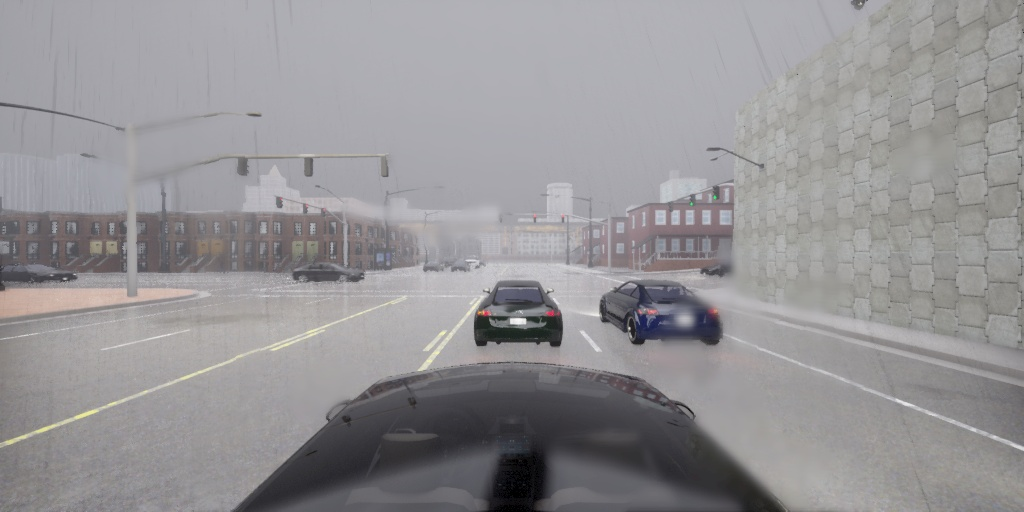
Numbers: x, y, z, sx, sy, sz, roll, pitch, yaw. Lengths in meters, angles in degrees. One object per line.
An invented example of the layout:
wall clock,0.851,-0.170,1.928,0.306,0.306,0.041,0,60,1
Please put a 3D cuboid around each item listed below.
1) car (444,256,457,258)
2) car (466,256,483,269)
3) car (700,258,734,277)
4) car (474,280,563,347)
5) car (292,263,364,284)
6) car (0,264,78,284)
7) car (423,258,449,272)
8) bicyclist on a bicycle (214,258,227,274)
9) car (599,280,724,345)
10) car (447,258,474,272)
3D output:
car,-9.902,0.970,56.960,2.150,2.045,5.566,0,0,1
car,-6.405,0.971,56.932,2.150,2.045,5.566,0,0,1
car,18.542,0.855,29.637,5.357,1.411,2.033,-5,0,1
car,0.166,1.314,9.388,1.994,1.385,4.181,0,0,1
car,-13.374,1.257,26.231,4.892,1.490,1.837,-1,0,1
car,-35.576,1.297,26.435,5.357,1.411,2.033,0,0,1
car,-10.036,1.297,46.488,2.033,1.411,5.357,0,0,1
bicyclist on a bicycle,-30.380,1.053,37.372,0.582,1.620,1.656,0,0,1
car,3.670,1.314,9.546,1.994,1.385,4.181,0,0,1
car,-6.541,1.297,46.215,2.033,1.411,5.357,0,0,1
